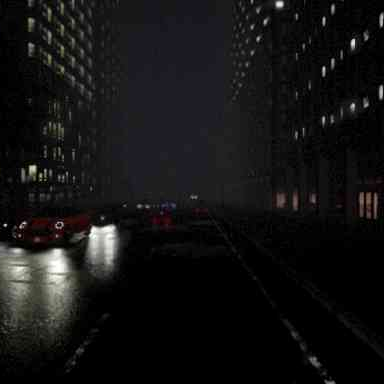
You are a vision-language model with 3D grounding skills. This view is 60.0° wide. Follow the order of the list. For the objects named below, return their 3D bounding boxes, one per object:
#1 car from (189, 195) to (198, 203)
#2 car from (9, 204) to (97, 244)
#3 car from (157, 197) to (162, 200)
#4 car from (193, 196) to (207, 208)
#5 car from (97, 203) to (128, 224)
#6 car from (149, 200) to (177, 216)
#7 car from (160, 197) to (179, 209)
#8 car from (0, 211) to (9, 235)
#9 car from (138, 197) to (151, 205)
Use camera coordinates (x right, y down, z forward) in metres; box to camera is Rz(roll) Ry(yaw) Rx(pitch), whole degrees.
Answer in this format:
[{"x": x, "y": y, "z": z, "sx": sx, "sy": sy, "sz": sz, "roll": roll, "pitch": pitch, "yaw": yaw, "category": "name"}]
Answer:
[{"x": 0.448, "y": 1.796, "z": 72.292, "sx": 1.895, "sy": 1.301, "sz": 4.718, "roll": 0, "pitch": 0, "yaw": 0, "category": "car"}, {"x": -6.497, "y": 1.440, "z": 16.233, "sx": 2.097, "sy": 1.767, "sz": 4.553, "roll": 0, "pitch": 0, "yaw": 0, "category": "car"}, {"x": -6.105, "y": 1.850, "z": 65.961, "sx": 1.837, "sy": 1.490, "sz": 4.892, "roll": 0, "pitch": 0, "yaw": 1, "category": "car"}, {"x": 1.467, "y": 1.819, "z": 53.452, "sx": 1.812, "sy": 1.442, "sz": 4.674, "roll": 0, "pitch": 0, "yaw": 0, "category": "car"}, {"x": -6.399, "y": 1.637, "z": 26.380, "sx": 2.128, "sy": 1.511, "sz": 4.902, "roll": 0, "pitch": 0, "yaw": 1, "category": "car"}, {"x": -2.938, "y": 1.794, "z": 34.723, "sx": 1.895, "sy": 1.301, "sz": 4.718, "roll": 0, "pitch": 0, "yaw": 0, "category": "car"}, {"x": -2.869, "y": 1.801, "z": 46.207, "sx": 2.033, "sy": 1.411, "sz": 5.357, "roll": 0, "pitch": 0, "yaw": 1, "category": "car"}, {"x": -9.732, "y": 1.698, "z": 18.239, "sx": 1.895, "sy": 1.301, "sz": 4.718, "roll": 0, "pitch": 0, "yaw": 0, "category": "car"}, {"x": -9.355, "y": 1.824, "z": 65.978, "sx": 1.882, "sy": 1.535, "sz": 5.008, "roll": 0, "pitch": 0, "yaw": 1, "category": "car"}]
